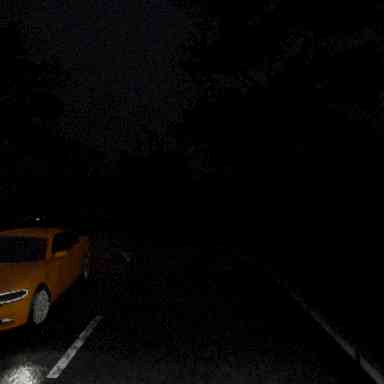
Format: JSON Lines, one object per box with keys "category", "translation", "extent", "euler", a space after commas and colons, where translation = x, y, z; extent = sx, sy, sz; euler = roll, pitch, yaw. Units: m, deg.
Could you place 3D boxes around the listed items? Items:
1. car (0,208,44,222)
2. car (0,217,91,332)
{"category": "car", "translation": [-12.319, 1.809, 22.886], "extent": [4.181, 1.385, 1.994], "euler": [0, -1, 15]}
{"category": "car", "translation": [-3.602, 1.552, 7.245], "extent": [1.882, 1.535, 5.008], "euler": [1, -1, -4]}
